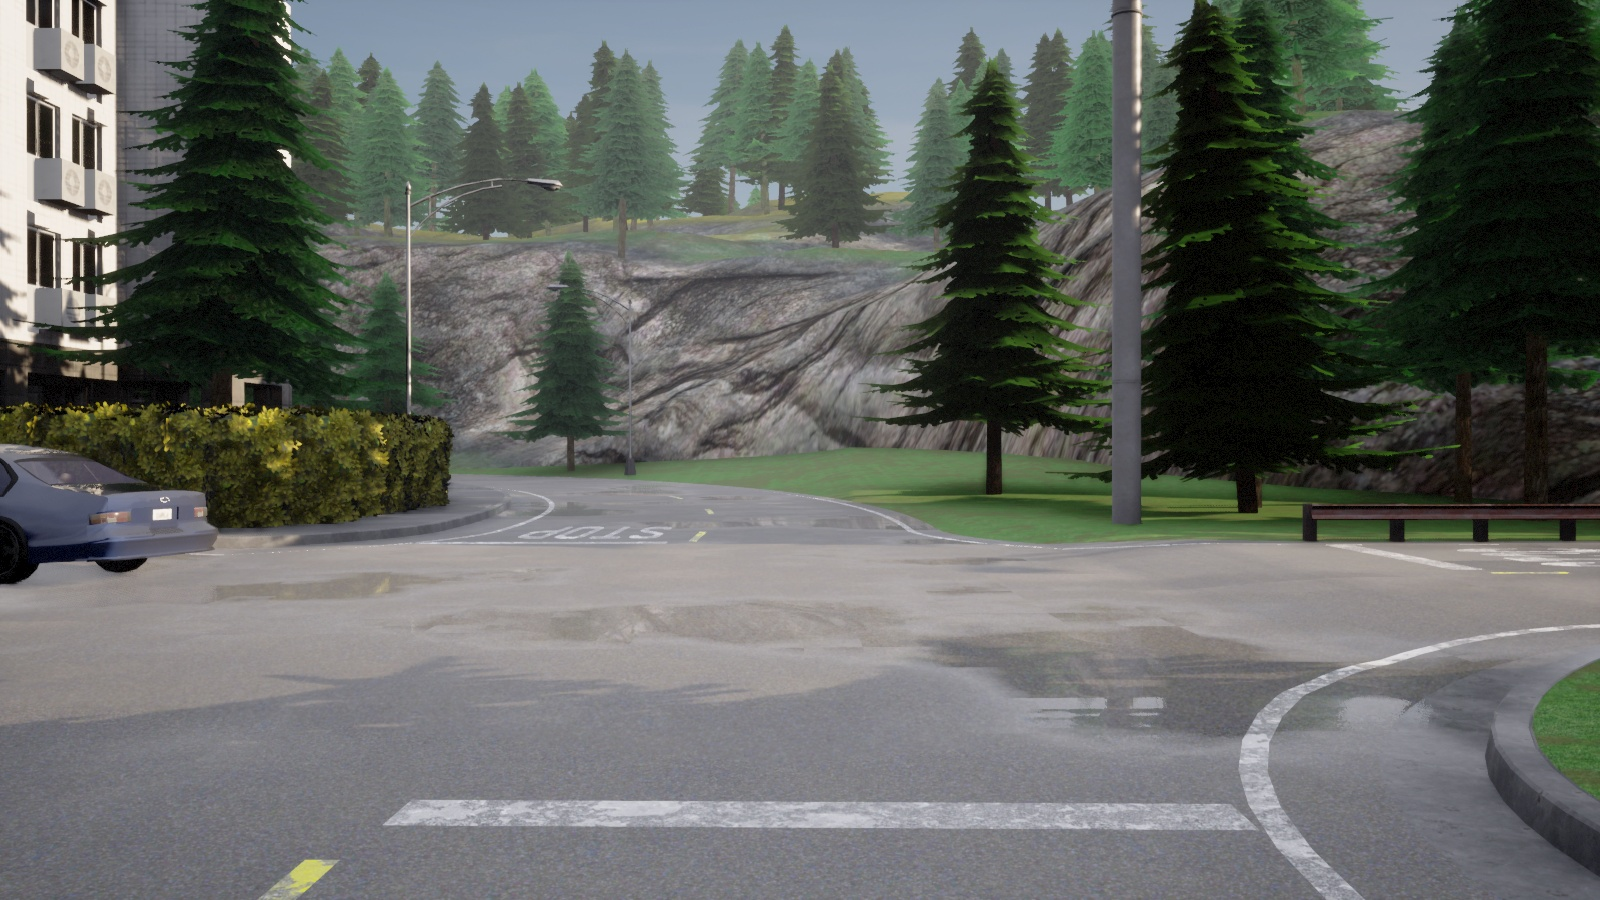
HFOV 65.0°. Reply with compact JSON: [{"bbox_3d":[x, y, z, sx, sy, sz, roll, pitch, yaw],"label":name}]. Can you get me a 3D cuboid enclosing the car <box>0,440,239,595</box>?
[{"bbox_3d":[-9.259,0.604,13.918,5.357,1.411,2.033,3,0,13],"label":"car"}]
